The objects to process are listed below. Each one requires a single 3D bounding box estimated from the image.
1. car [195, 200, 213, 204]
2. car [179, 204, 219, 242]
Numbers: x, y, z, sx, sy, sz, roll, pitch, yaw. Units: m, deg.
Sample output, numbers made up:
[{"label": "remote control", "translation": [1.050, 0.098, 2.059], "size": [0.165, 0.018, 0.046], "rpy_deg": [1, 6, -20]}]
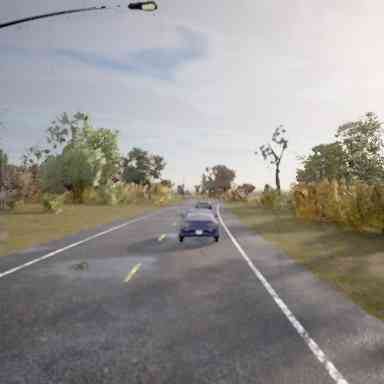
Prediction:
[{"label": "car", "translation": [1.392, 1.621, 38.871], "size": [2.128, 1.511, 4.902], "rpy_deg": [0, 0, 4]}, {"label": "car", "translation": [0.368, 1.558, 16.555], "size": [1.812, 1.442, 4.674], "rpy_deg": [0, 0, 2]}]
